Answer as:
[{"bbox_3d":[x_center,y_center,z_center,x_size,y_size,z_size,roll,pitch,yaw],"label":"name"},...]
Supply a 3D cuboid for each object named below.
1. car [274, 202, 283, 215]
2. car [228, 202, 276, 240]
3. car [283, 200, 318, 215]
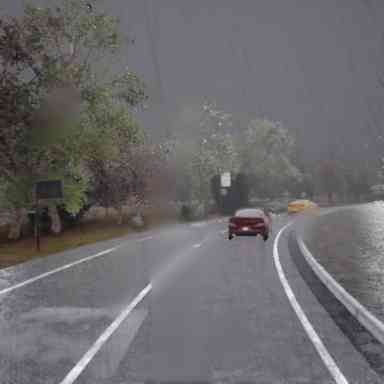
[{"bbox_3d":[9.160,1.781,36.777,1.994,1.385,4.181,-4,-2,37],"label":"car"},{"bbox_3d":[3.156,1.530,17.524,1.882,1.535,5.008,-2,-1,17],"label":"car"},{"bbox_3d":[11.376,1.517,33.991,1.882,1.535,5.008,-4,-2,35],"label":"car"}]
